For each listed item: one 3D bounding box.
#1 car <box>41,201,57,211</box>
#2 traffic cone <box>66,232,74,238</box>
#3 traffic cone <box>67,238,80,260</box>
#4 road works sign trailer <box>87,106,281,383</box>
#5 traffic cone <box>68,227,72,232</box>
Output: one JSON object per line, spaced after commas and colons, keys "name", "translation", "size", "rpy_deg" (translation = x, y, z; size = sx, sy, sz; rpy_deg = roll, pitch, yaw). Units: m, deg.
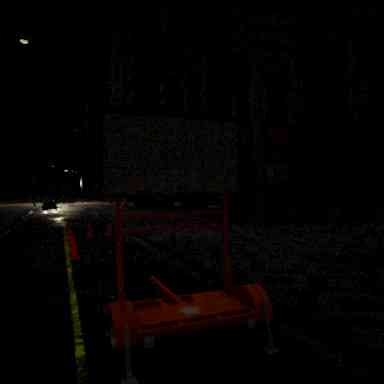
{"name": "car", "translation": [-19.737, 1.895, 46.175], "size": [2.033, 1.411, 5.357], "rpy_deg": [-1, 0, -22]}
{"name": "traffic cone", "translation": [-4.834, 2.038, 13.451], "size": [0.340, 0.580, 0.340], "rpy_deg": [-1, 0, -22]}
{"name": "traffic cone", "translation": [-4.094, 2.026, 11.593], "size": [0.340, 0.580, 0.340], "rpy_deg": [-1, 0, -22]}
{"name": "road works sign trailer", "translation": [-0.339, 0.472, 5.563], "size": [2.380, 3.560, 2.880], "rpy_deg": [-1, 0, -22]}
{"name": "traffic cone", "translation": [-5.574, 2.051, 15.309], "size": [0.340, 0.580, 0.340], "rpy_deg": [-1, 0, -22]}
